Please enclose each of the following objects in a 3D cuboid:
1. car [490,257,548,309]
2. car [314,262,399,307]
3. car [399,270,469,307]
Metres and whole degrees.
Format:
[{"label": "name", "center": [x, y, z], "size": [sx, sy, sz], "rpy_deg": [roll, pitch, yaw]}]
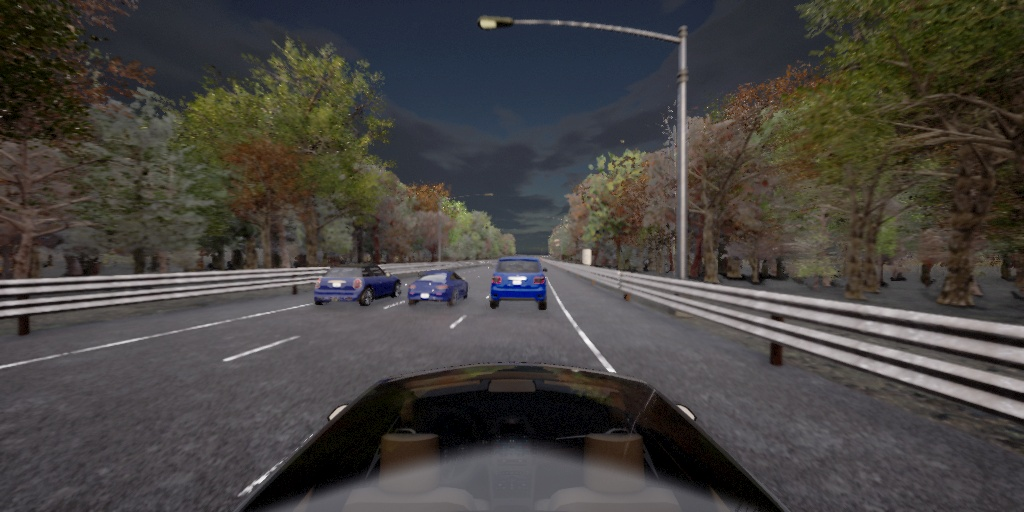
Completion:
[{"label": "car", "center": [0.368, 1.066, 15.644], "size": [2.150, 2.045, 5.566], "rpy_deg": [0, 0, 4]}, {"label": "car", "center": [-6.626, 1.147, 15.968], "size": [2.097, 1.767, 4.553], "rpy_deg": [0, 0, 4]}, {"label": "car", "center": [-3.131, 1.346, 15.831], "size": [1.812, 1.442, 4.674], "rpy_deg": [0, 0, 4]}]
